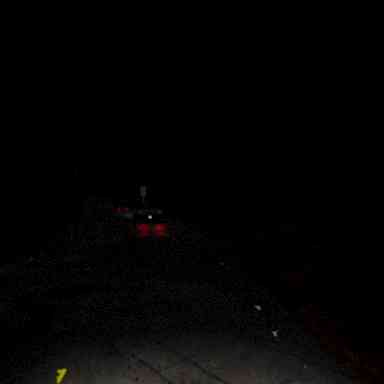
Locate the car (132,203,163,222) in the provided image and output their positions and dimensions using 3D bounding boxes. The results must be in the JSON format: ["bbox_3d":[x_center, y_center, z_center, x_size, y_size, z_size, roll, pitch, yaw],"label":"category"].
[{"bbox_3d":[-3.494,1.464,25.394,1.895,1.301,4.718,0,0,-15],"label":"car"}]

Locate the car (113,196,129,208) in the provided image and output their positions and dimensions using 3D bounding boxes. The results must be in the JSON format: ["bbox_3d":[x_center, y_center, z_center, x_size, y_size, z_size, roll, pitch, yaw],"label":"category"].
[{"bbox_3d":[-9.910,1.286,46.498,2.033,1.649,4.856,0,1,-17],"label":"car"}]
